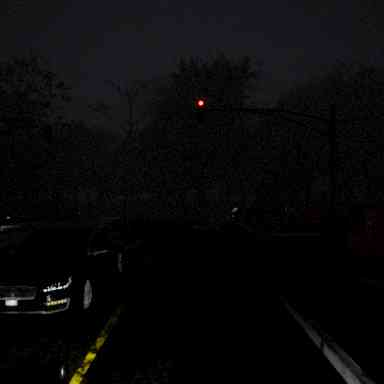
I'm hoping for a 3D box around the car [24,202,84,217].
[{"bbox_3d":[-12.211,1.566,29.517,4.718,1.301,1.895,0,0,0],"label":"car"}]

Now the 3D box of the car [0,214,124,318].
[{"bbox_3d":[-2.856,1.505,7.704,1.837,1.490,4.892,0,0,0],"label":"car"}]

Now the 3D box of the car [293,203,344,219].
[{"bbox_3d":[10.810,1.651,29.596,4.718,1.301,1.895,0,0,0],"label":"car"}]

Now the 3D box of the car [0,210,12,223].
[{"bbox_3d":[-14.896,1.472,22.807,4.674,1.442,1.812,0,0,0],"label":"car"}]

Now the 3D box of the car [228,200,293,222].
[{"bbox_3d":[5.171,1.378,26.327,4.553,1.767,2.097,0,0,0],"label":"car"}]
